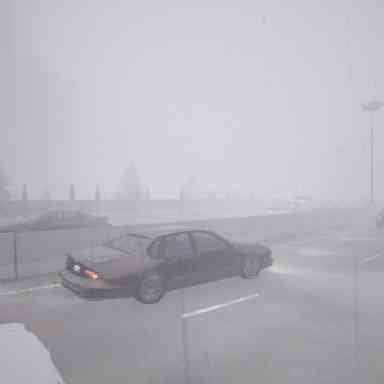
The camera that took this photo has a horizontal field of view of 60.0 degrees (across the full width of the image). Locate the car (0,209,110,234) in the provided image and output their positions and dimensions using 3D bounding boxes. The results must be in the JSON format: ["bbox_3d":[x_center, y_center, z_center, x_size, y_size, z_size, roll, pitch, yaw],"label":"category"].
[{"bbox_3d":[-6.800,1.554,16.594,5.357,1.411,2.033,0,0,-39],"label":"car"}]

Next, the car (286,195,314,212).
[{"bbox_3d":[13.420,1.333,39.974,2.150,2.045,5.566,0,0,30],"label":"car"}]

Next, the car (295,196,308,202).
[{"bbox_3d":[25.849,1.546,78.624,1.895,1.301,4.718,0,0,4],"label":"car"}]

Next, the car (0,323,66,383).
[{"bbox_3d":[-3.103,1.601,1.673,4.718,1.301,1.895,0,0,-35],"label":"car"}]

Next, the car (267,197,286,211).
[{"bbox_3d":[11.441,1.485,43.645,2.097,1.767,4.553,0,0,29],"label":"car"}]

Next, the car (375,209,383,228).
[{"bbox_3d":[13.250,1.579,21.379,2.033,1.411,5.357,0,0,40],"label":"car"}]

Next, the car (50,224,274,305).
[{"bbox_3d":[-0.326,1.549,8.112,5.357,1.411,2.033,0,0,-39],"label":"car"}]

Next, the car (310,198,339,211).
[{"bbox_3d":[13.938,1.608,34.317,1.812,1.442,4.674,0,0,33],"label":"car"}]
